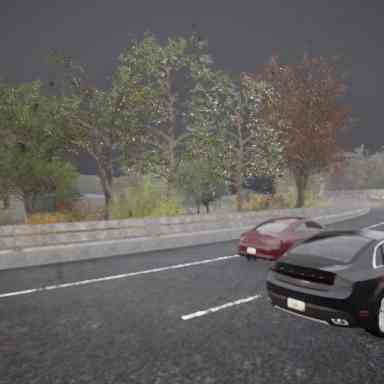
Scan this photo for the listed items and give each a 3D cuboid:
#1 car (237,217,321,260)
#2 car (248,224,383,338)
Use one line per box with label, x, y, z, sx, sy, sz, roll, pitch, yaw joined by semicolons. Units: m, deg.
car;3.497;1.558;11.241;4.674;1.442;1.812;0;0;-40
car;3.533;1.522;6.733;4.892;1.490;1.837;0;0;-38
